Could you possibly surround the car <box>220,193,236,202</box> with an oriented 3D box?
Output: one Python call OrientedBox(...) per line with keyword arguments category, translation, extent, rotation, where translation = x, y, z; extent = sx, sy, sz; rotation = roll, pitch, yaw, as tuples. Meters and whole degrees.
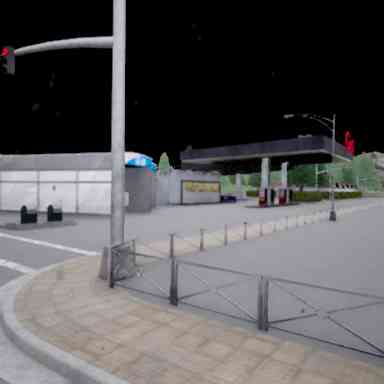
OrientedBox(category="car", translation=(6.619, 1.045, 63.352), extent=(2.242, 1.667, 4.611), rotation=(1, 1, 36))
